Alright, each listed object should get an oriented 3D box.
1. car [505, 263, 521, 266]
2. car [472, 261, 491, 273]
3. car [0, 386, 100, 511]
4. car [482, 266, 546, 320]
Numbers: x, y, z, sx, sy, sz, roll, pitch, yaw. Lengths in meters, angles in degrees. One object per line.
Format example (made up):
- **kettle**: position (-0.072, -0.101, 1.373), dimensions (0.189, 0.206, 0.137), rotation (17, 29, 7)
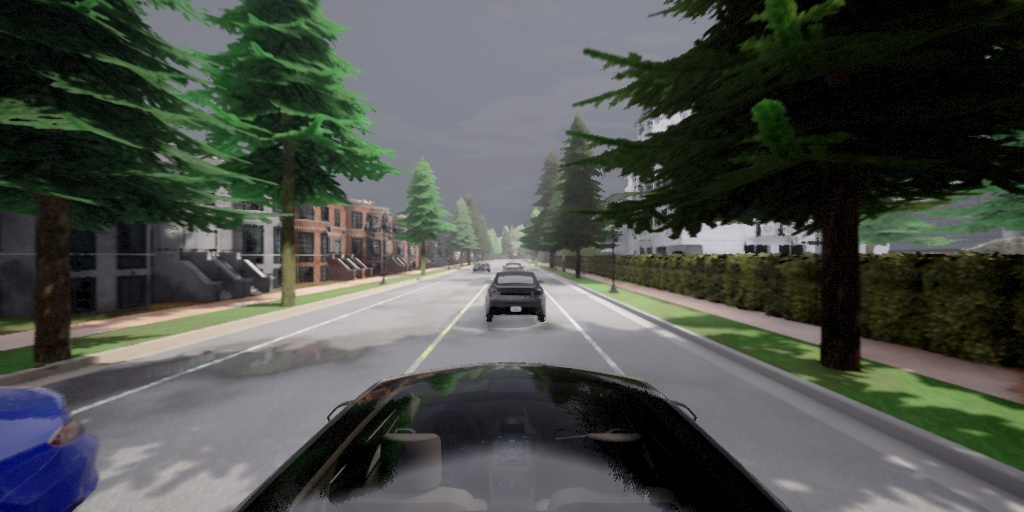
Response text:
- **car**: position (0.112, 1.278, 30.791), dimensions (1.812, 1.442, 4.674), rotation (0, 0, 0)
- **car**: position (-3.570, 1.317, 43.134), dimensions (1.994, 1.385, 4.181), rotation (0, 0, 0)
- **car**: position (-3.601, 1.274, 0.382), dimensions (1.812, 1.442, 4.674), rotation (0, 0, 0)
- **car**: position (0.103, 1.255, 12.562), dimensions (1.837, 1.490, 4.892), rotation (0, 0, 0)
